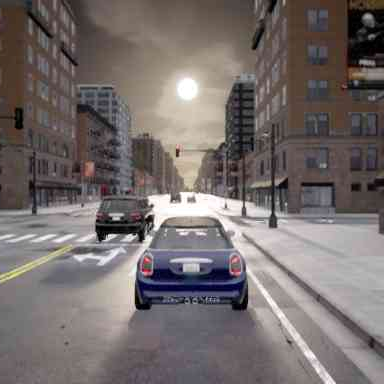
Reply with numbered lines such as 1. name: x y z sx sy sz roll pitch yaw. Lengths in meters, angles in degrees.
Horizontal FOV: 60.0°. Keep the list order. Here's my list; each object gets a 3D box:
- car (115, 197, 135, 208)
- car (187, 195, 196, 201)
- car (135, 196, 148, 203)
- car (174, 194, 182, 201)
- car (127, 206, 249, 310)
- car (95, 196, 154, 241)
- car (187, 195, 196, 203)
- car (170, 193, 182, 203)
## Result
1. car: -9.922 1.487 49.640 2.033 1.411 5.357 0 0 0
2. car: -0.133 1.363 79.777 1.895 1.301 4.718 0 0 0
3. car: -9.882 1.517 65.708 1.895 1.301 4.718 0 0 0
4. car: -3.383 1.267 79.741 1.837 1.490 4.892 0 0 0
5. car: -0.005 1.343 7.943 2.097 1.767 4.553 0 0 0
6. car: -3.208 1.205 16.790 2.150 2.045 5.566 0 0 0
7. car: -0.115 1.403 69.327 2.128 1.511 4.902 0 0 0
8. car: -3.365 1.133 69.351 2.150 2.045 5.566 0 0 0
